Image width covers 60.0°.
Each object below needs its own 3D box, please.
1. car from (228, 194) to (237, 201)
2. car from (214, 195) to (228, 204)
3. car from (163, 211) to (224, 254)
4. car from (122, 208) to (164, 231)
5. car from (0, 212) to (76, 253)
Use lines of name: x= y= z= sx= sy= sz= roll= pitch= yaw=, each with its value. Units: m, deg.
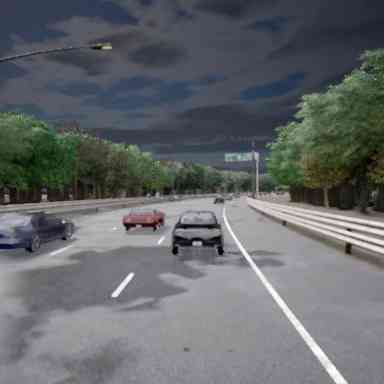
car: x=9.941 y=1.504 z=88.281 sx=2.128 sy=1.511 sz=4.902 roll=0 pitch=0 yaw=13
car: x=5.493 y=1.505 z=65.230 sx=1.837 sy=1.490 sz=4.892 roll=0 pitch=0 yaw=9
car: x=0.268 y=1.501 z=13.508 sx=2.128 sy=1.511 sz=4.902 roll=0 pitch=0 yaw=2
car: x=-2.817 y=1.608 z=20.626 sx=1.895 sy=1.301 sz=4.718 roll=0 pitch=0 yaw=3
car: x=-6.637 y=1.544 z=13.692 sx=2.033 sy=1.411 sz=5.357 roll=0 pitch=0 yaw=2
